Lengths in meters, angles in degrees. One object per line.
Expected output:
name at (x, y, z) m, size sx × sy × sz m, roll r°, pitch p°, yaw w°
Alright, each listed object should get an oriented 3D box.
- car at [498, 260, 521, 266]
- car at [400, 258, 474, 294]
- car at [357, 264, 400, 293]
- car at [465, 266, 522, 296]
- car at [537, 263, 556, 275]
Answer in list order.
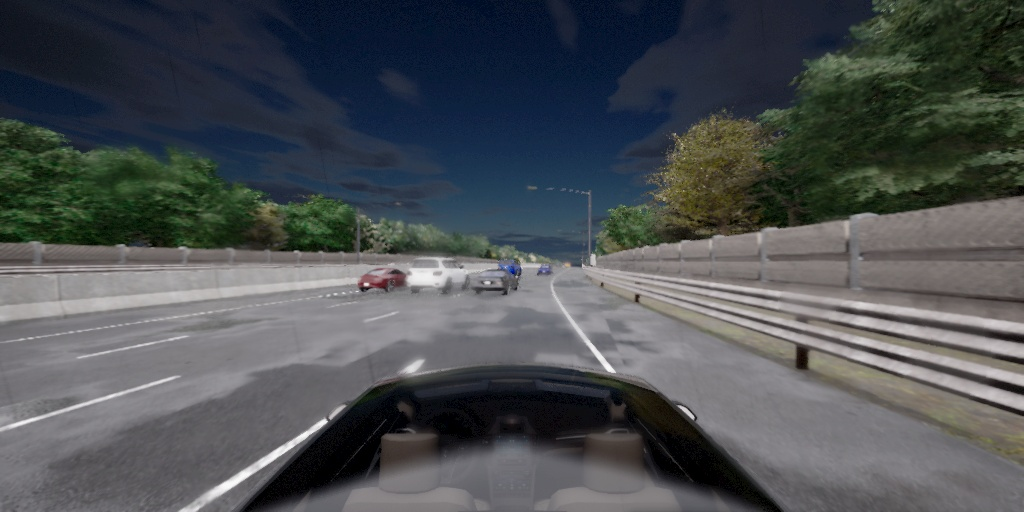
car at (-0.272, 1.473, 42.496) m, size 2.150 × 2.045 × 5.566 m, roll 0°, pitch -1°, yaw 11°
car at (-4.264, 1.141, 21.655) m, size 2.150 × 2.045 × 5.566 m, roll 0°, pitch -1°, yaw 11°
car at (-7.702, 1.451, 22.296) m, size 1.812 × 1.442 × 4.674 m, roll 0°, pitch -1°, yaw 11°
car at (-0.819, 1.471, 20.985) m, size 2.033 × 1.411 × 5.357 m, roll 0°, pitch -1°, yaw 11°
car at (4.660, 1.916, 49.675) m, size 1.812 × 1.442 × 4.674 m, roll 0°, pitch -1°, yaw 11°
